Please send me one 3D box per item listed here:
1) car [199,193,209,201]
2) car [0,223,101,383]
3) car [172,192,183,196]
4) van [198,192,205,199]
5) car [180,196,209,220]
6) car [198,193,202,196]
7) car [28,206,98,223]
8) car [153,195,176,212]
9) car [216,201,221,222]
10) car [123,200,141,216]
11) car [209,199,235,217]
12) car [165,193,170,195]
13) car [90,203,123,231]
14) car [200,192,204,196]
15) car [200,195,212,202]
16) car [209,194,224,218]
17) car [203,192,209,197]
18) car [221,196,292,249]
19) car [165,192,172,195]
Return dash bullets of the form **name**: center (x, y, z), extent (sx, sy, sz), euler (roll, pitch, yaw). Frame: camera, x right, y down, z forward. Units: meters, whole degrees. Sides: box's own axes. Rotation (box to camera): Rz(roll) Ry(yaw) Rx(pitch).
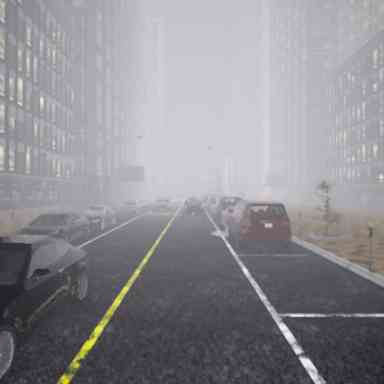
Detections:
- **car**: center (2.658, 1.084, 74.992), extent (1.967, 1.590, 4.097), euler (0, 0, 0)
- **car**: center (-3.088, 1.500, 5.386), extent (1.812, 1.442, 4.674), euler (0, 0, 0)
- **car**: center (-3.037, 0.763, 76.659), extent (1.882, 1.535, 5.008), euler (0, 0, 0)
- **van**: center (2.651, 0.905, 91.609), extent (1.690, 1.788, 3.998), euler (0, 0, 0)
- **car**: center (0.083, 1.367, 26.552), extent (2.128, 1.511, 4.902), euler (0, 0, 0)
- **car**: center (0.076, 1.308, 46.189), extent (1.812, 1.442, 4.674), euler (0, 0, 0)
- **car**: center (-5.694, 1.500, 14.057), extent (1.947, 1.339, 4.313), euler (0, 0, 0)
- **car**: center (-3.115, 1.376, 36.406), extent (2.033, 1.411, 5.357), euler (0, 0, 0)
- **car**: center (2.684, 1.453, 19.600), extent (1.887, 1.381, 4.507), euler (0, 0, 0)
- **car**: center (-5.701, 1.438, 30.675), extent (1.802, 1.307, 4.206), euler (0, 0, 0)
- **car**: center (2.679, 1.422, 30.679), extent (1.947, 1.339, 4.313), euler (0, 0, 0)
- **car**: center (-5.717, 1.279, 63.910), extent (1.802, 1.307, 4.206), euler (0, 0, 0)
- **car**: center (-5.696, 1.459, 19.595), extent (2.008, 1.369, 4.403), euler (0, 0, 0)
- **car**: center (2.337, 1.245, 49.238), extent (1.882, 1.535, 5.008), euler (0, 0, 0)
- **car**: center (2.663, 1.264, 63.914), extent (1.947, 1.339, 4.313), euler (0, 0, 0)
- **car**: center (2.683, 1.197, 25.139), extent (2.192, 1.841, 5.009), euler (0, 0, 0)
- **car**: center (2.678, 1.145, 36.217), extent (2.192, 1.841, 5.009), euler (0, 0, 0)
- **car**: center (2.688, 1.249, 14.060), extent (2.192, 1.841, 5.009), euler (0, 0, 0)
- **car**: center (-5.724, 0.932, 80.526), extent (2.192, 1.841, 5.009), euler (0, 0, 0)
